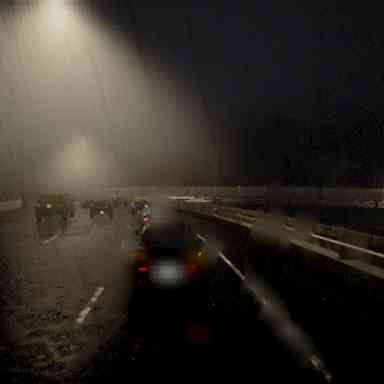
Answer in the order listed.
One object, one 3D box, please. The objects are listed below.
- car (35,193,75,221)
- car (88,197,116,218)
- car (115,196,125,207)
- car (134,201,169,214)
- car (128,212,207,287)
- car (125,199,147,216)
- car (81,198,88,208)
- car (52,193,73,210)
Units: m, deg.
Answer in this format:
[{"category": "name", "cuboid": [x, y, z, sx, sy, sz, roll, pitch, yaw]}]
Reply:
[{"category": "car", "cuboid": [-10.861, 1.142, 26.697, 2.150, 2.045, 5.566, 0, 0, -11]}, {"category": "car", "cuboid": [-8.003, 1.417, 29.403, 1.837, 1.490, 4.892, 0, 0, -16]}, {"category": "car", "cuboid": [-9.978, 1.371, 44.832, 1.837, 1.490, 4.892, 0, 0, -24]}, {"category": "car", "cuboid": [-2.295, 1.486, 20.325, 2.033, 1.411, 5.357, 0, 0, -11]}, {"category": "car", "cuboid": [-0.698, 1.497, 9.194, 1.812, 1.442, 4.674, 0, 0, -5]}, {"category": "car", "cuboid": [-4.860, 1.432, 31.064, 1.812, 1.442, 4.674, 0, 0, -16]}, {"category": "car", "cuboid": [-13.562, 1.435, 44.244, 1.994, 1.385, 4.181, 0, 0, -24]}, {"category": "car", "cuboid": [-16.746, 1.097, 42.875, 2.150, 2.045, 5.566, 0, 0, -24]}]
